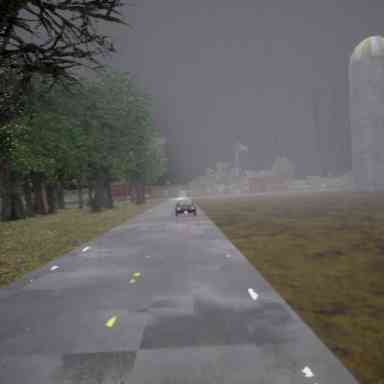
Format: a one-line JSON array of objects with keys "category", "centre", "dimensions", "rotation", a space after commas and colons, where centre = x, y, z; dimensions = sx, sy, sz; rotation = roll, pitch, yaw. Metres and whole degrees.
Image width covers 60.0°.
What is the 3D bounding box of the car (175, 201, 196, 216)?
[{"category": "car", "centre": [-0.602, 1.474, 31.432], "dimensions": [1.895, 1.301, 4.718], "rotation": [-2, 0, -1]}]
